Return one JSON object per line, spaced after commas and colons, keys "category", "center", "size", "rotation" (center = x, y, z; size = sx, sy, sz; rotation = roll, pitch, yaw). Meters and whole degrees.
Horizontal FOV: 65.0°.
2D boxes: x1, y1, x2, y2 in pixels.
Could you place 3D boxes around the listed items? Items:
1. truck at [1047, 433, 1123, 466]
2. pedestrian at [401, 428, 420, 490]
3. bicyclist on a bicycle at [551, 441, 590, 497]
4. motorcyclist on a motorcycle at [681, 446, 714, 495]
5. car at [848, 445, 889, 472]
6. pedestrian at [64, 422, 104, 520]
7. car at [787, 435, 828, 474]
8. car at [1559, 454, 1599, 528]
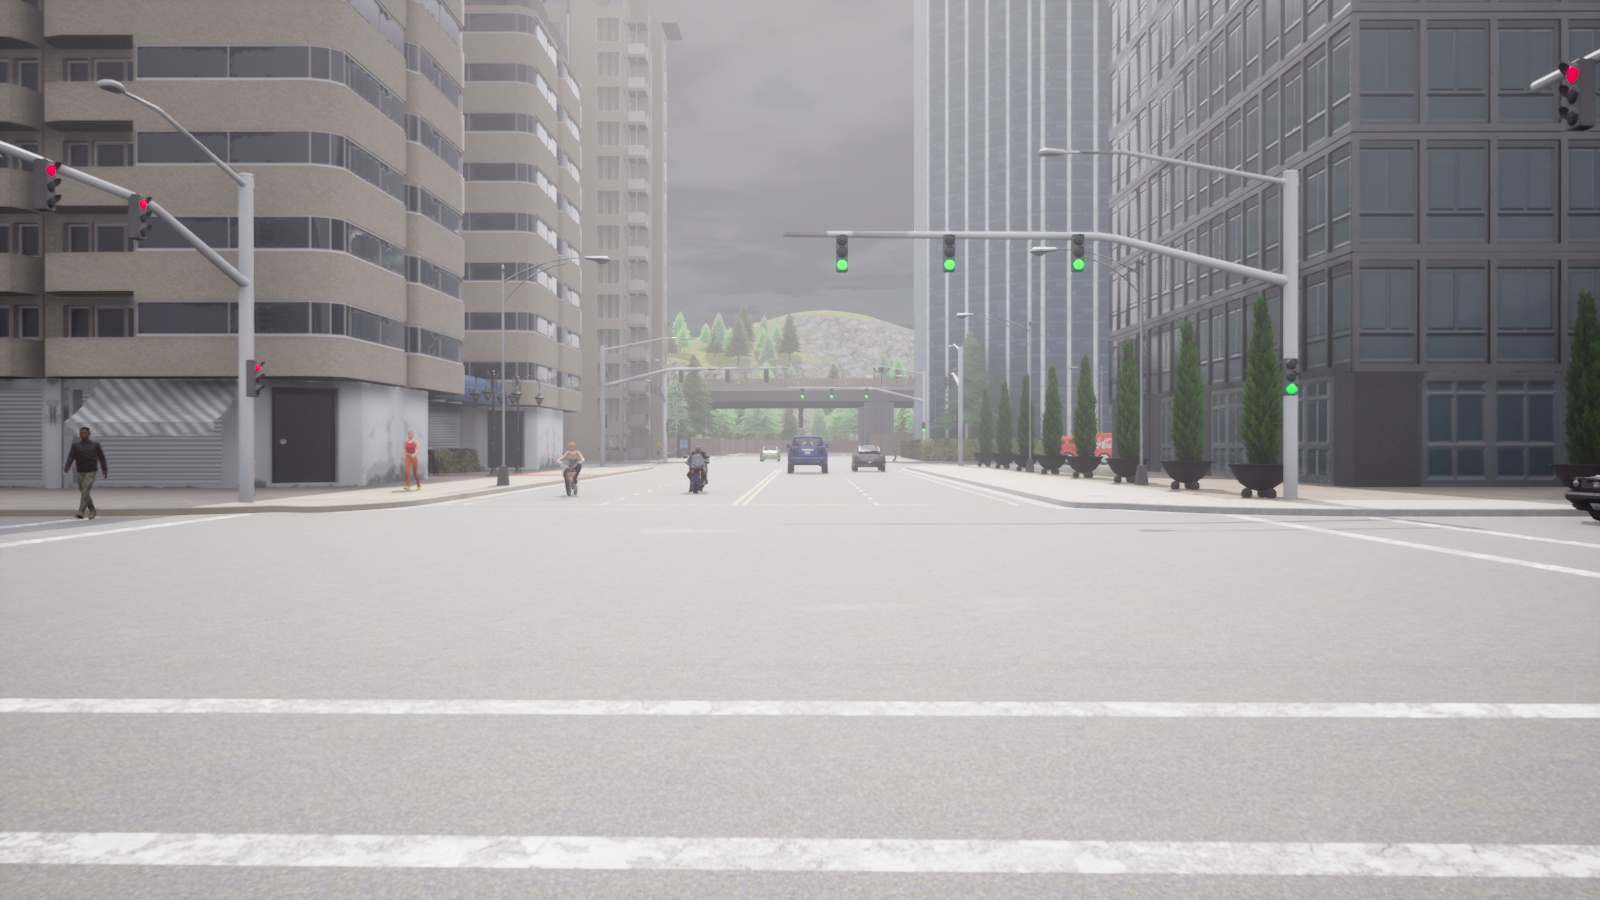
{"category": "truck", "center": [21.693, -0.059, 95.713], "size": [5.204, 2.467, 2.627], "rotation": [0, 0, 0]}
{"category": "pedestrian", "center": [-11.576, 0.265, 37.296], "size": [0.345, 1.836, 0.594], "rotation": [0, 0, 4]}
{"category": "bicyclist on a bicycle", "center": [-6.759, 0.547, 37.031], "size": [0.866, 1.612, 1.509], "rotation": [0, 0, 1]}
{"category": "motorcyclist on a motorcycle", "center": [-3.247, 0.638, 39.995], "size": [0.866, 1.530, 2.191], "rotation": [0, 0, 0]}
{"category": "car", "center": [3.951, 0.450, 73.053], "size": [2.128, 1.511, 4.902], "rotation": [0, 0, 0]}
{"category": "pedestrian", "center": [-13.694, 0.390, 24.022], "size": [0.431, 1.840, 0.703], "rotation": [0, 0, -8]}
{"category": "car", "center": [0.423, 0.225, 68.642], "size": [2.150, 2.045, 5.566], "rotation": [0, 0, 1]}
{"category": "car", "center": [16.483, 0.726, 22.414], "size": [4.718, 1.301, 1.895], "rotation": [0, 0, 1]}
